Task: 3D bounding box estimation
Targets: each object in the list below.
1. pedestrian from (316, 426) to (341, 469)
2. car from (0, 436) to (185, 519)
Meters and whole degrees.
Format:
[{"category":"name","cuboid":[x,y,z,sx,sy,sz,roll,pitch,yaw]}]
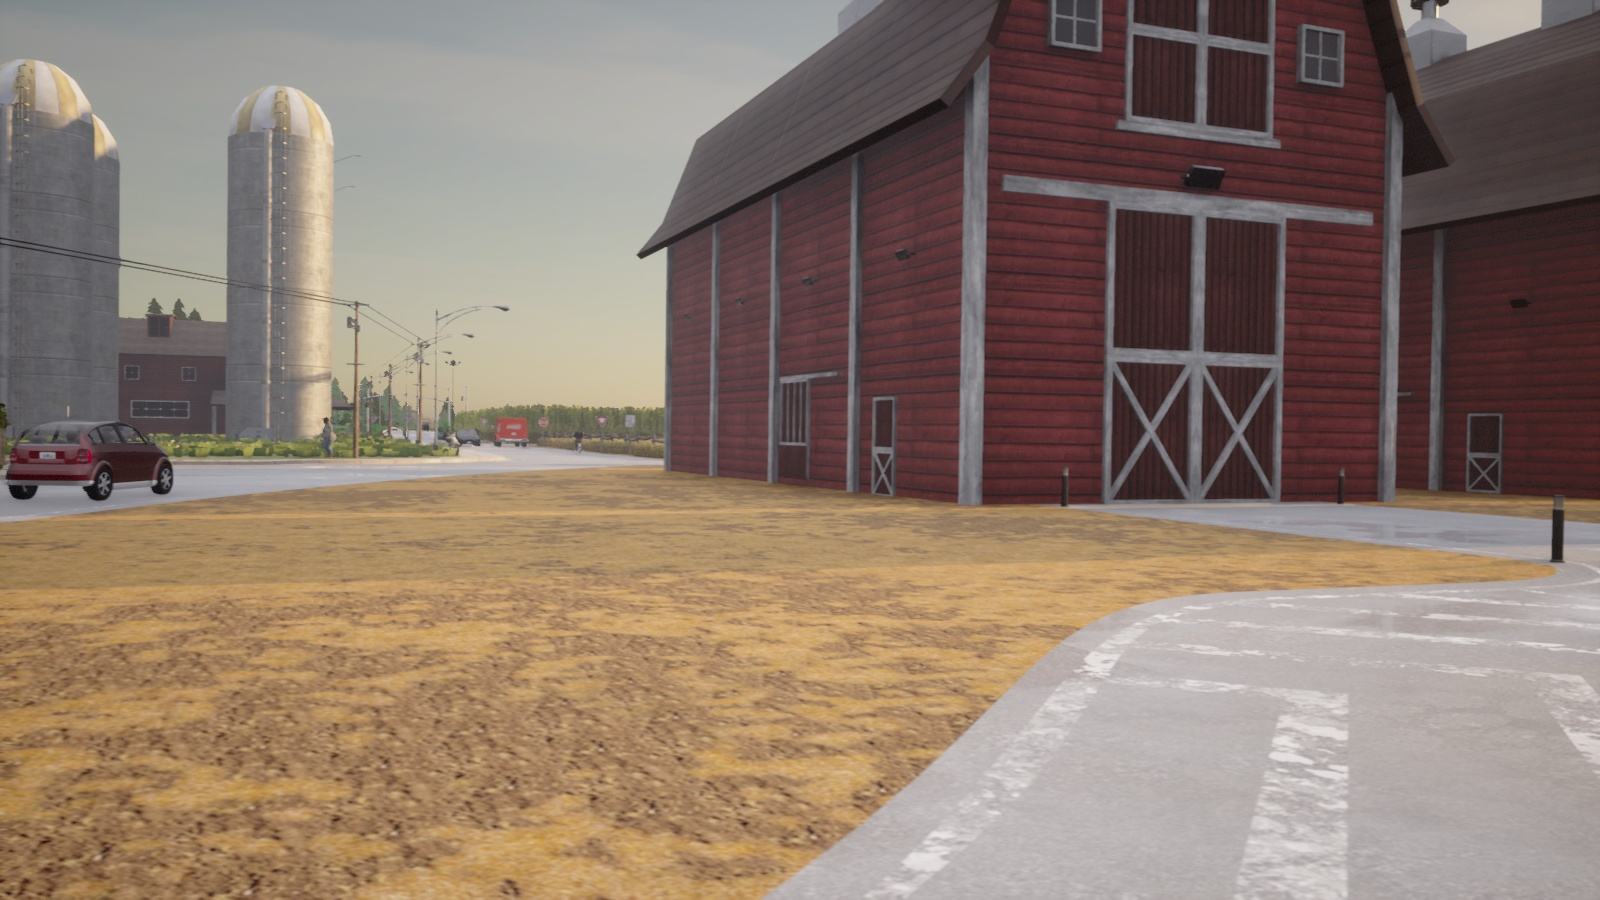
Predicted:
[{"category":"pedestrian","cuboid":[-20.656,-0.115,54.976,0.900,1.855,0.874,-1,1,-28]},{"category":"car","cuboid":[-14.209,0.491,25.396,1.789,1.549,3.705,0,1,-2]}]
